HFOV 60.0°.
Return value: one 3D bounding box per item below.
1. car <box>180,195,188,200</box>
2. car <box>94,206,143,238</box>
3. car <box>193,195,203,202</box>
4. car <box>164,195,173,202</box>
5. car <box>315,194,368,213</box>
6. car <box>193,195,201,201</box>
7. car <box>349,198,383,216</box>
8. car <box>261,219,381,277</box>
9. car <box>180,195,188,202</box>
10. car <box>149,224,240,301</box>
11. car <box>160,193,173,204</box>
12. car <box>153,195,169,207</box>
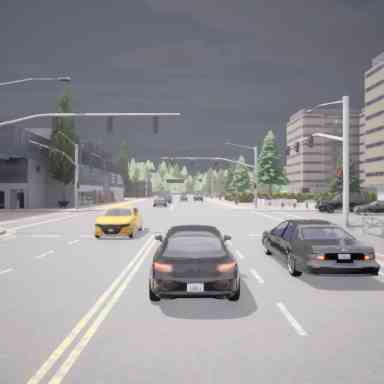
[{"bbox_3d":[-2.197,1.467,88.737,1.994,1.385,4.181,0,0,-1],"label":"car"},{"bbox_3d":[-3.777,1.477,17.750,1.882,1.535,5.008,0,0,-1],"label":"car"},{"bbox_3d":[1.565,1.478,78.672,1.882,1.535,5.008,0,0,-1],"label":"car"},{"bbox_3d":[-5.402,1.487,77.274,1.837,1.490,4.892,0,0,-1],"label":"car"},{"bbox_3d":[16.284,1.222,35.967,5.566,2.045,2.150,0,0,-2],"label":"car"},{"bbox_3d":[1.302,1.500,88.810,1.837,1.490,4.892,0,0,-1],"label":"car"},{"bbox_3d":[18.220,1.526,32.499,4.674,1.442,1.812,0,0,-2],"label":"car"},{"bbox_3d":[3.533,1.547,10.240,2.033,1.411,5.357,0,0,0],"label":"car"},{"bbox_3d":[-1.922,1.533,78.102,2.033,1.411,5.357,0,0,-1],"label":"car"},{"bbox_3d":[0.035,1.526,8.182,1.812,1.442,4.674,0,0,-1],"label":"car"},{"bbox_3d":[-5.076,1.213,62.667,2.150,2.045,5.566,0,1,-1],"label":"car"},{"bbox_3d":[-4.783,1.526,50.408,1.812,1.442,4.674,0,0,-2],"label":"car"}]
